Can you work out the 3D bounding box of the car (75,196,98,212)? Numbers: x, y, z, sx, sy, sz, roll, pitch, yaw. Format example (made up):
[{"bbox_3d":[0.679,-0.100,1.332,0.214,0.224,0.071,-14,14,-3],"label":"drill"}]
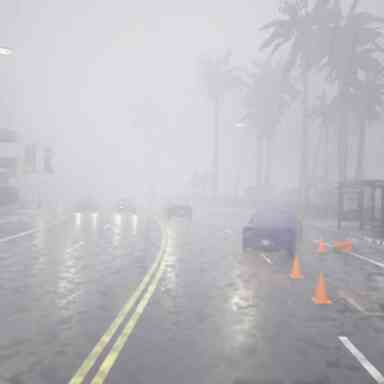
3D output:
[{"bbox_3d":[-10.581,1.193,33.234,1.837,1.490,4.892,1,0,-21],"label":"car"}]

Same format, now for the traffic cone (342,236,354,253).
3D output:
[{"bbox_3d":[5.696,1.981,12.419,0.580,0.340,0.340,-18,-51,38],"label":"traffic cone"}]

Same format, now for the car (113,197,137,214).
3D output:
[{"bbox_3d":[-6.486,1.268,32.037,1.837,1.490,4.892,1,0,-18],"label":"car"}]

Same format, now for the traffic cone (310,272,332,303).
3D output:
[{"bbox_3d":[2.698,1.973,6.948,0.340,0.580,0.340,1,0,3],"label":"traffic cone"}]

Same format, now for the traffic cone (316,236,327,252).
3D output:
[{"bbox_3d":[5.001,1.989,12.838,0.340,0.580,0.340,1,0,3],"label":"traffic cone"}]

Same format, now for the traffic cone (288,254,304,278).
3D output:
[{"bbox_3d":[2.800,1.967,8.945,0.340,0.580,0.340,1,0,3],"label":"traffic cone"}]

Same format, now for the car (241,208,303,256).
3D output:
[{"bbox_3d":[3.313,1.386,13.391,1.882,1.535,5.008,1,4,21],"label":"car"}]

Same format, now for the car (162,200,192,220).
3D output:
[{"bbox_3d":[-1.277,1.348,27.075,1.882,1.535,5.008,1,0,-12],"label":"car"}]
